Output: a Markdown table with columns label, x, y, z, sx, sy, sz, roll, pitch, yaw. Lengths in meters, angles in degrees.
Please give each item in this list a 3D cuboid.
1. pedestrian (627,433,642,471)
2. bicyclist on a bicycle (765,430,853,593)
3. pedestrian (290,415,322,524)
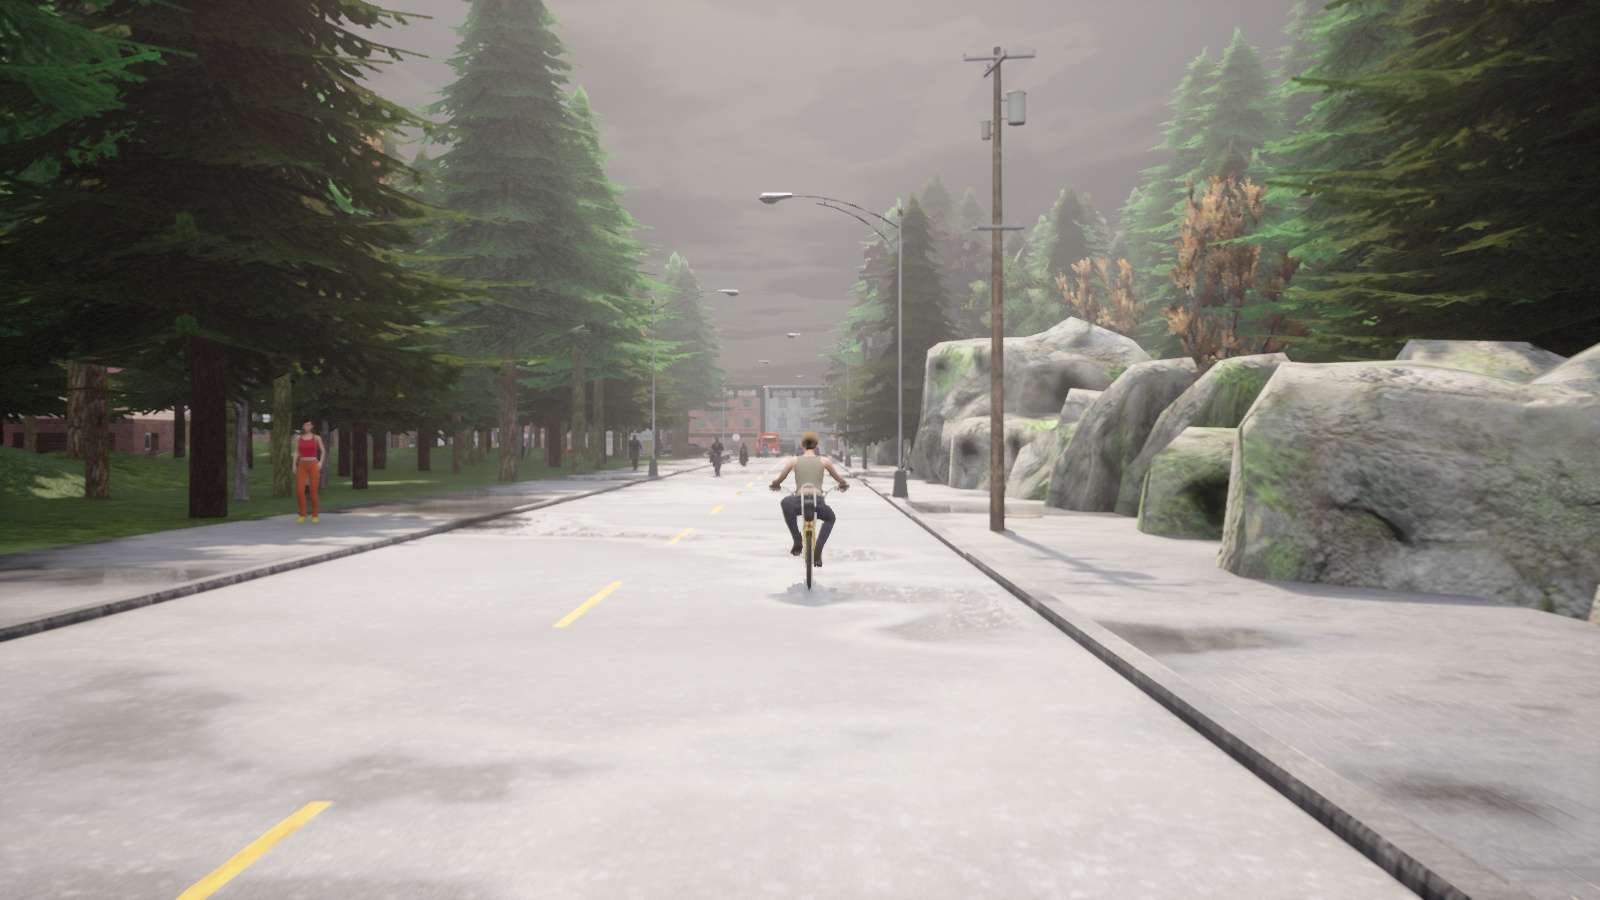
| label | x | y | z | sx | sy | sz | roll | pitch | yaw |
| --- | --- | --- | --- | --- | --- | --- | --- | --- | --- |
| pedestrian | -8.340 | 0.091 | 63.313 | 0.563 | 1.883 | 0.849 | 0 | 0 | 5 |
| bicyclist on a bicycle | 0.097 | 0.608 | 13.194 | 0.866 | 1.612 | 1.509 | 0 | 0 | 1 |
| pedestrian | -8.452 | 0.328 | 21.491 | 0.345 | 1.836 | 0.594 | 0 | 0 | -5 |
